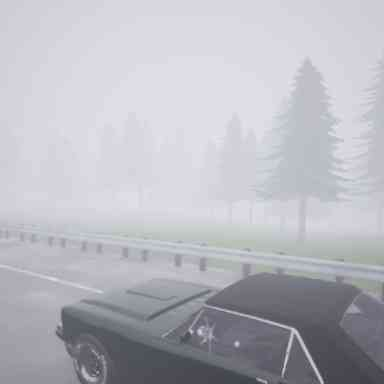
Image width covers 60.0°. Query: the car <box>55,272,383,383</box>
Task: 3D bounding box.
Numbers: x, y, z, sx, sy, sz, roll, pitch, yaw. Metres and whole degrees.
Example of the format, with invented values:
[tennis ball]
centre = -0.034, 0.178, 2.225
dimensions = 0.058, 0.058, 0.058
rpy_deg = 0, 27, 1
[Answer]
[car]
centre = 0.628, 1.601, 3.544
dimensions = 4.718, 1.301, 1.895
rpy_deg = 0, 0, 35
